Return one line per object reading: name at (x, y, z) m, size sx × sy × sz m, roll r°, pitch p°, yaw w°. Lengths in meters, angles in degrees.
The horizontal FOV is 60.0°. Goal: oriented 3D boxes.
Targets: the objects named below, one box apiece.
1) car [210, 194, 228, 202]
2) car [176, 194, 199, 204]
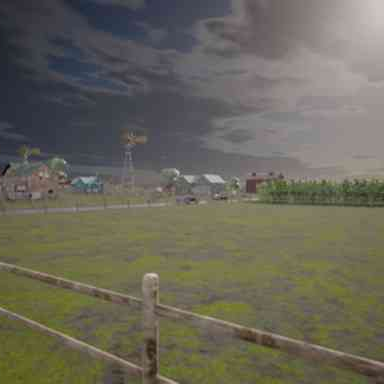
car at (5.197, 1.130, 63.478) m, size 1.812 × 1.442 × 4.674 m, roll 0°, pitch 0°, yaw 34°
car at (-0.632, 1.148, 54.885) m, size 2.128 × 1.511 × 4.902 m, roll 0°, pitch 0°, yaw 35°
